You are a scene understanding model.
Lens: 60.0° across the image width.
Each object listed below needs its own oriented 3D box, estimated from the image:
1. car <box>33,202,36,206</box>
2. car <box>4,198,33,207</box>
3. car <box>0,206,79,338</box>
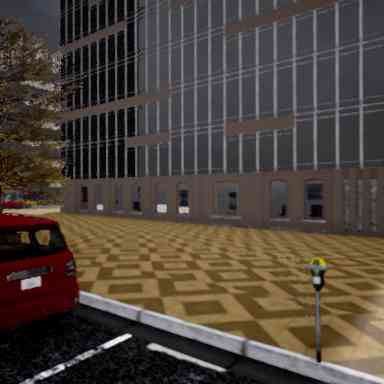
[{"bbox_3d":[-26.321,1.683,50.669,1.752,1.417,4.829,-1,-2,35],"label":"car"},{"bbox_3d":[-22.672,1.485,41.409,1.967,1.590,4.097,-1,-2,35],"label":"car"},{"bbox_3d":[-4.067,1.274,5.797,5.009,1.841,2.192,0,0,36],"label":"car"}]
